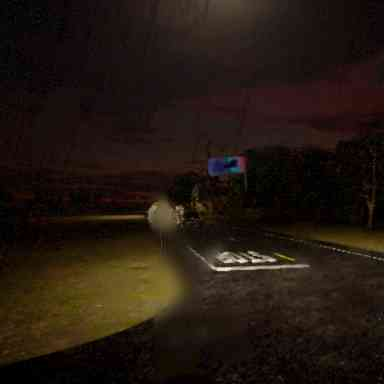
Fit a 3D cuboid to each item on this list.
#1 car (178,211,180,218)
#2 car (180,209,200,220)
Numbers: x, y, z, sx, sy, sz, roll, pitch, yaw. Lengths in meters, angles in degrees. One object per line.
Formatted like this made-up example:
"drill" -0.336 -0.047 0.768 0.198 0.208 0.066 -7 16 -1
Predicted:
"car" -1.188 3.691 57.908 2.097 1.767 4.553 0 -2 -9
"car" -0.177 3.437 51.841 2.097 1.767 4.553 0 -2 -9
